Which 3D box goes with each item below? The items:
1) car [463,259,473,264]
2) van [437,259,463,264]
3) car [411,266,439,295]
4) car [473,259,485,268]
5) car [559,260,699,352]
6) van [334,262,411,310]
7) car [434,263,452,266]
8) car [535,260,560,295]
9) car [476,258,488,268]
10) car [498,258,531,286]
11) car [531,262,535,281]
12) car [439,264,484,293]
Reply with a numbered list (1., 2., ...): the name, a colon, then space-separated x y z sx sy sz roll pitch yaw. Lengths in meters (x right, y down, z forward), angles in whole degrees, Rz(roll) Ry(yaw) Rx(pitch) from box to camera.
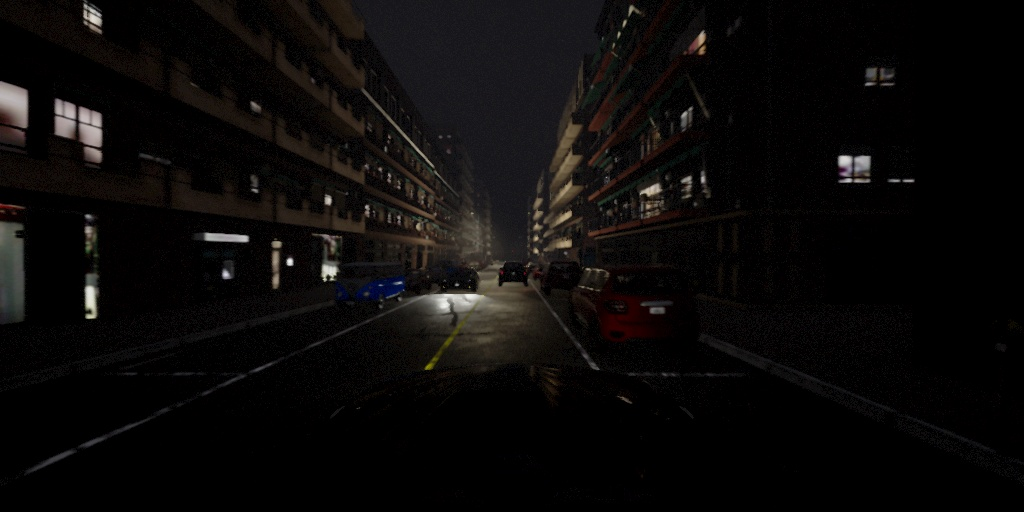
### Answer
1. car: -5.697 1.214 37.331 2.192 1.841 5.009 0 0 0
2. van: -5.670 1.215 31.668 1.690 1.789 3.998 0 0 0
3. car: -5.657 1.406 20.340 1.802 1.307 4.207 0 0 0
4. car: -5.683 1.527 54.323 2.007 1.370 4.403 0 0 0
5. car: 2.688 1.098 8.979 2.192 1.841 5.009 0 0 0
6. van: -5.658 1.140 14.676 1.690 1.789 3.998 0 0 0
7. car: -5.659 1.431 26.003 1.802 1.307 4.207 0 0 0
8. car: 2.691 1.147 20.308 2.192 1.841 5.009 0 0 0
9. car: -5.682 1.318 59.987 2.192 1.841 5.009 0 0 0
10. car: 0.088 1.211 26.580 2.097 1.767 4.553 0 0 0
11. car: 2.693 1.464 31.635 1.802 1.307 4.207 0 0 0
12. car: -3.010 1.397 21.613 1.994 1.385 4.181 0 0 1
